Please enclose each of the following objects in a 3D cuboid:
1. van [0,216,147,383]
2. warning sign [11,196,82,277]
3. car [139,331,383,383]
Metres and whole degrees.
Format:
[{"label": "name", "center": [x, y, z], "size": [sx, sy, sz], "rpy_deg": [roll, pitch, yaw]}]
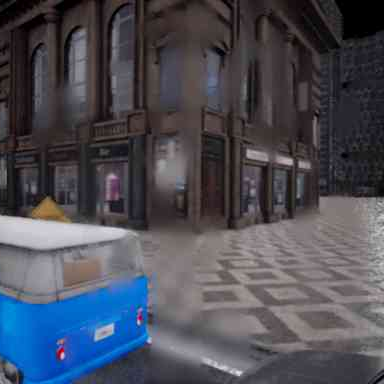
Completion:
[{"label": "van", "center": [-2.465, 1.301, 4.782], "size": [3.998, 1.788, 1.690], "rpy_deg": [1, 0, 36]}, {"label": "warning sign", "center": [-3.729, 1.047, 8.558], "size": [1.060, 1.860, 1.300], "rpy_deg": [1, 0, 36]}, {"label": "car", "center": [2.073, 1.559, 1.472], "size": [4.403, 1.369, 2.008], "rpy_deg": [1, 0, 36]}]
